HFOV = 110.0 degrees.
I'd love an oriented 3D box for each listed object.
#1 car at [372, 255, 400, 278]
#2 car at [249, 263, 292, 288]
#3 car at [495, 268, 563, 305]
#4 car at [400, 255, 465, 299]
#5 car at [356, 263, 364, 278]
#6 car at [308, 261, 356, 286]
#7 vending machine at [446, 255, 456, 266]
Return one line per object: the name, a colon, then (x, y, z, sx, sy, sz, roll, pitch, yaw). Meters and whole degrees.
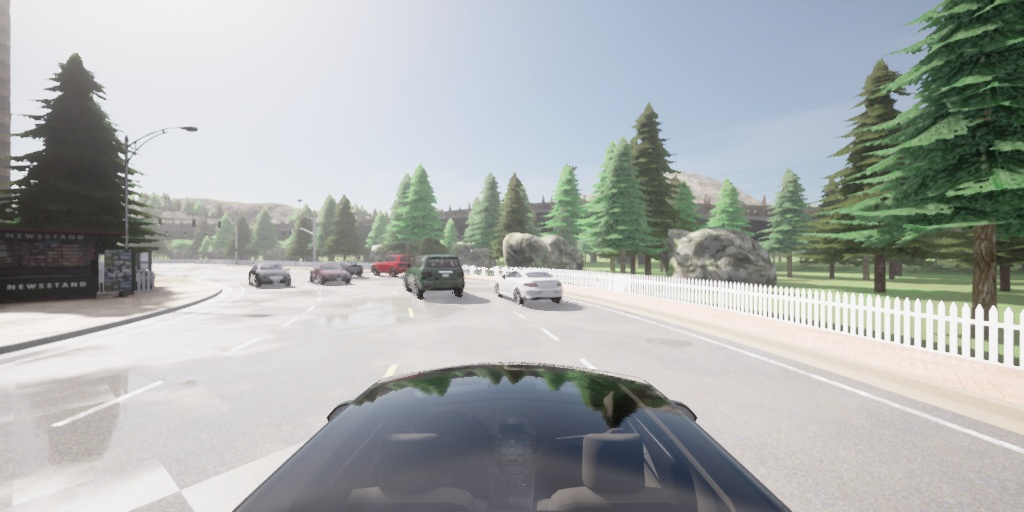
car: (-11.064, 0.938, 33.788, 5.566, 2.045, 2.150, 0, 0, 43)
car: (-15.762, 1.219, 23.324, 2.128, 1.511, 4.902, 0, 0, -42)
car: (0.652, 1.261, 15.879, 1.812, 1.442, 4.674, 0, 0, -19)
car: (-4.098, 0.955, 18.453, 2.150, 2.045, 5.566, 0, 0, -25)
car: (-15.519, 1.208, 32.946, 4.902, 1.511, 2.128, 0, 0, 41)
car: (-12.957, 1.251, 25.414, 1.812, 1.442, 4.674, 0, 0, -42)
vending machine: (-6.023, 0.911, 34.445, 1.100, 2.100, 0.880, 0, 0, -43)
